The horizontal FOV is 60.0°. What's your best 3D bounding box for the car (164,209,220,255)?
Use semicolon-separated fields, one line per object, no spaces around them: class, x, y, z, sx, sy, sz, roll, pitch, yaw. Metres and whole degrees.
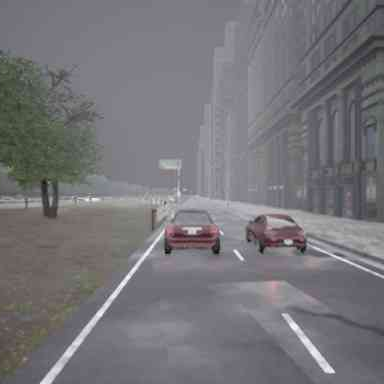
car;0.005;1.484;14.073;2.097;1.767;4.553;0;-1;0

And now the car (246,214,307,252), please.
car;3.506;1.662;14.378;1.812;1.442;4.674;0;0;0
